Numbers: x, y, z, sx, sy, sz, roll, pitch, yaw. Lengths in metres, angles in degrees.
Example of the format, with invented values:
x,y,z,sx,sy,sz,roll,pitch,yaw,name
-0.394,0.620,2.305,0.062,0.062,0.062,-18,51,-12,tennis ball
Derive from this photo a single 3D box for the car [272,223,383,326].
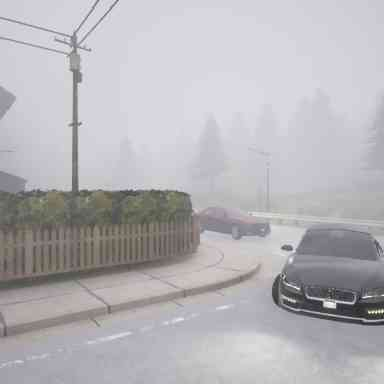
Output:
x,y,z,sx,sy,sz,roll,pitch,yaw,name
3.225,1.505,7.346,1.837,1.490,4.892,0,0,27,car

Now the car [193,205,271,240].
x,y,z,sx,sy,sz,roll,pitch,yaw,name
1.926,1.478,17.481,1.882,1.535,5.008,0,0,-33,car
